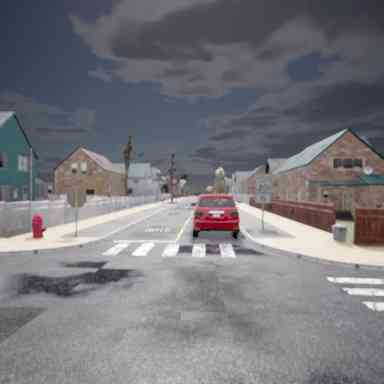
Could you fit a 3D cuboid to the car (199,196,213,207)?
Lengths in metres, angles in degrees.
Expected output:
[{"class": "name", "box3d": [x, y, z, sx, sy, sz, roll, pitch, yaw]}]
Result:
[{"class": "car", "box3d": [2.006, 1.326, 47.912, 1.837, 1.490, 4.892, 0, 0, 2]}]

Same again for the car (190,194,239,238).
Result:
[{"class": "car", "box3d": [1.111, 1.132, 17.210, 2.150, 2.045, 5.566, 0, 0, 1]}]
